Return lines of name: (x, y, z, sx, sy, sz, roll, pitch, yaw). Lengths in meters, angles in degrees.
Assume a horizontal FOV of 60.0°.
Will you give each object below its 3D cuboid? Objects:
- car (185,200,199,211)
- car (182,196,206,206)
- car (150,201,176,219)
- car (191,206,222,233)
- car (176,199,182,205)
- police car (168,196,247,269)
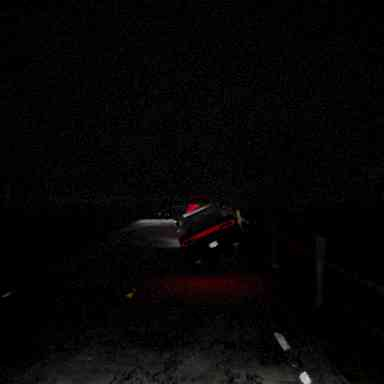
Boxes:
car: (-0.003, 1.961, 48.364, 2.033, 1.411, 5.357, 0, -1, 0)
car: (0.718, 1.375, 27.485, 2.150, 2.045, 5.566, -3, -3, 3)
car: (-2.851, 1.748, 31.771, 1.837, 1.490, 4.892, 0, 0, 0)
car: (0.822, 1.676, 21.541, 1.812, 1.442, 4.674, 0, -1, 0)
car: (-2.762, 2.292, 73.285, 2.033, 1.411, 5.357, 0, -1, 0)
police car: (0.498, 1.269, 11.663, 1.930, 1.638, 5.238, -25, 0, 0)
